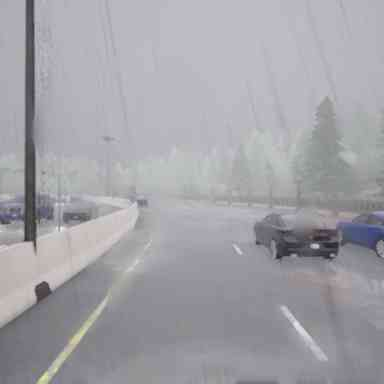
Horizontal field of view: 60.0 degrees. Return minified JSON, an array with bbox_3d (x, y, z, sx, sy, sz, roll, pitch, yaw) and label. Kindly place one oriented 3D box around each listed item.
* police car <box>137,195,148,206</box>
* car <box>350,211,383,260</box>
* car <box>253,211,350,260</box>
[{"bbox_3d":[-7.774,1.229,48.653,1.930,1.638,5.238,0,0,-21],"label":"police car"},{"bbox_3d":[7.049,1.429,12.203,1.882,1.535,5.008,0,0,-1],"label":"car"},{"bbox_3d":[3.550,1.428,12.206,1.882,1.535,5.008,0,0,-1],"label":"car"}]
